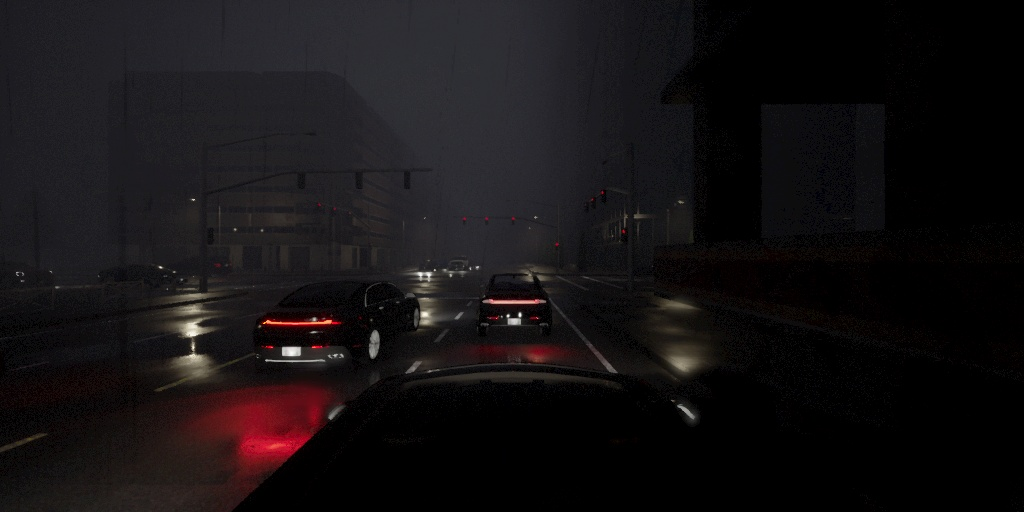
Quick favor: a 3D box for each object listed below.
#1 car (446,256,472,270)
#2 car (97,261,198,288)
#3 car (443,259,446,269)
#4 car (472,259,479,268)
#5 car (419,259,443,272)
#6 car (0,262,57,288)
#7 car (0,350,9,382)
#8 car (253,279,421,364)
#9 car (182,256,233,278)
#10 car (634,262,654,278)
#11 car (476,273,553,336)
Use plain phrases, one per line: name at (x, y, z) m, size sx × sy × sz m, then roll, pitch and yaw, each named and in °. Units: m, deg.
car at (-7.481, 0.971, 51.106) m, size 2.150 × 2.045 × 5.566 m, roll 0°, pitch 0°, yaw 0°
car at (-24.323, 1.297, 23.742) m, size 4.902 × 1.511 × 2.128 m, roll 0°, pitch 0°, yaw 0°
car at (-10.940, 1.228, 57.003) m, size 1.882 × 1.535 × 5.008 m, roll 0°, pitch 0°, yaw 1°
car at (-7.377, 1.297, 61.380) m, size 2.033 × 1.411 × 5.357 m, roll 0°, pitch 0°, yaw 1°
car at (-10.968, 1.241, 47.500) m, size 2.128 × 1.511 × 4.902 m, roll 0°, pitch 0°, yaw 0°
car at (-33.392, 1.159, 23.762) m, size 4.553 × 1.767 × 2.097 m, roll 0°, pitch 0°, yaw 0°
car at (-7.113, 1.351, 2.103) m, size 1.895 × 1.301 × 4.718 m, roll 0°, pitch 0°, yaw 0°
car at (-3.450, 1.255, 8.061) m, size 1.837 × 1.490 × 4.892 m, roll 0°, pitch 0°, yaw 0°
car at (-30.115, 1.027, 34.454) m, size 5.566 × 2.045 × 2.150 m, roll 0°, pitch 0°, yaw 0°
car at (13.954, 1.297, 34.369) m, size 4.902 × 1.511 × 2.128 m, roll 0°, pitch 0°, yaw 0°
car at (0.060, 1.242, 10.381) m, size 2.128 × 1.511 × 4.902 m, roll 0°, pitch 0°, yaw 0°
